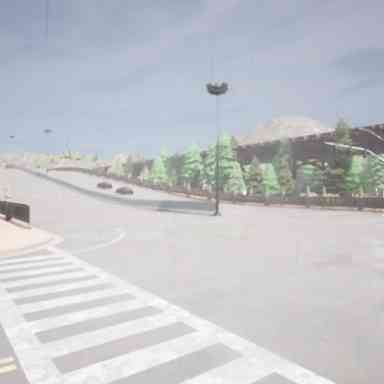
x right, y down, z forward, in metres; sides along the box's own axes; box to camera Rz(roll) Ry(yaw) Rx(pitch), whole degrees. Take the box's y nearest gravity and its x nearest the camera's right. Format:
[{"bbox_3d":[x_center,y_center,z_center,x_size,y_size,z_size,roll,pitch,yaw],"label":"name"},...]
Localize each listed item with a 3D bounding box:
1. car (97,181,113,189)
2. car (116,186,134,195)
[{"bbox_3d":[-18.256,-1.510,69.548,2.128,1.511,4.902,0,7,-37],"label":"car"},{"bbox_3d":[-12.520,-0.322,62.156,1.812,1.442,4.674,0,7,-37],"label":"car"}]
